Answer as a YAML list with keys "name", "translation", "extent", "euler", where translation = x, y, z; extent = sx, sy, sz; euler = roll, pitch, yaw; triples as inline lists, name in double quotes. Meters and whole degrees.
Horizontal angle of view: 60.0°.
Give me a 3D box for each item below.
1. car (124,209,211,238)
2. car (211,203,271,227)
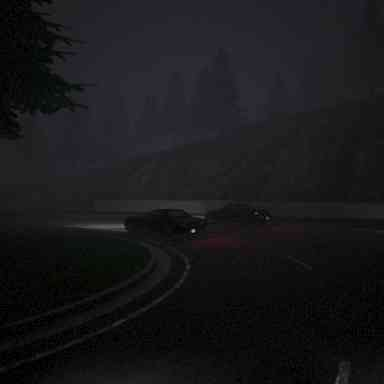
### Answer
- name: "car"
  translation: [-1.555, 1.552, 17.369]
  extent: [4.718, 1.301, 1.895]
  euler: [0, 0, 44]
- name: "car"
  translation: [3.025, 1.433, 22.235]
  extent: [4.674, 1.442, 1.812]
  euler: [0, 0, 44]
